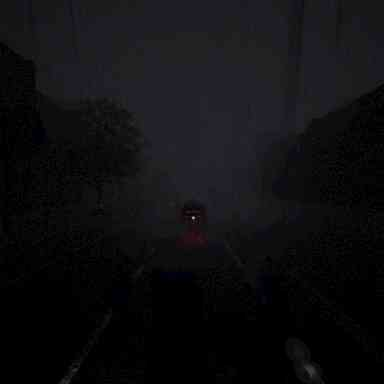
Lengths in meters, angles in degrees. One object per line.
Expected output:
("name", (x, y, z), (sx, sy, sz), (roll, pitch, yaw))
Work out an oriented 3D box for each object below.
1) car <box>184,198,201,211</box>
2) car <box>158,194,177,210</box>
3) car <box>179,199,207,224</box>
("car", (0.090, 1.563, 42.792), (2.033, 1.411, 5.357), (0, 0, 0))
("car", (-3.096, 1.238, 42.677), (2.150, 2.045, 5.566), (0, 0, 0))
("car", (0.094, 1.533, 25.119), (1.837, 1.490, 4.892), (0, 0, 0))
